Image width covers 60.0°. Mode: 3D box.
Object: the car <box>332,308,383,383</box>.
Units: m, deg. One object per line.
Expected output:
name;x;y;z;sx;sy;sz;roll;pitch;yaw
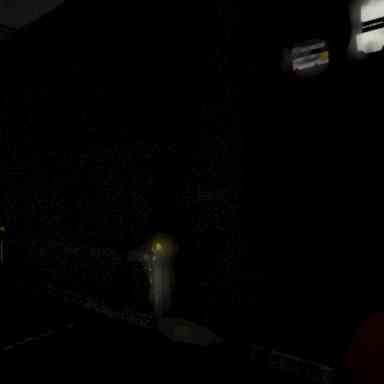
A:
car;3.311;1.219;0.954;5.566;2.045;2.150;-1;-1;36
